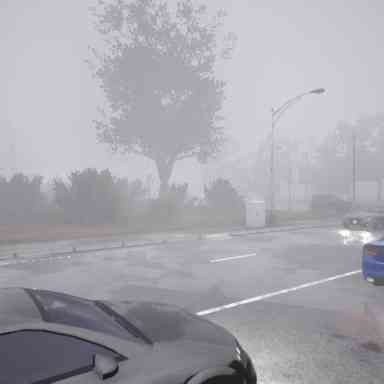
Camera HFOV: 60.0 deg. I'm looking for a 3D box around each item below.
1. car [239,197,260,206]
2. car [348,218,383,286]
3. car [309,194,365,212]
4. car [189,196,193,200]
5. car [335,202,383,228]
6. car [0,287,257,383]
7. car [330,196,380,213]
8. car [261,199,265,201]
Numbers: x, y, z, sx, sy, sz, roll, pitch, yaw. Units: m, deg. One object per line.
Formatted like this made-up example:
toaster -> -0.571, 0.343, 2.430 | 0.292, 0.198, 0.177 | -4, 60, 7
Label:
car -> 7.188, 1.514, 48.025 | 1.812, 1.442, 4.674 | 0, 0, -33
car -> 6.159, 1.478, 8.178 | 5.008, 1.535, 1.882 | 0, 0, -36
car -> 15.144, 1.221, 35.305 | 2.150, 2.045, 5.566 | 0, 0, -30
car -> -0.291, 1.505, 65.575 | 1.895, 1.301, 4.718 | 0, 0, -35
car -> 11.131, 1.564, 20.592 | 4.181, 1.385, 1.994 | 0, 0, -36
car -> -1.422, 1.564, 2.732 | 4.181, 1.385, 1.994 | 0, 0, -36
car -> 18.197, 1.352, 37.304 | 2.097, 1.767, 4.553 | 0, 0, -33
car -> 9.679, 1.512, 50.611 | 1.812, 1.442, 4.674 | 0, 0, -33
